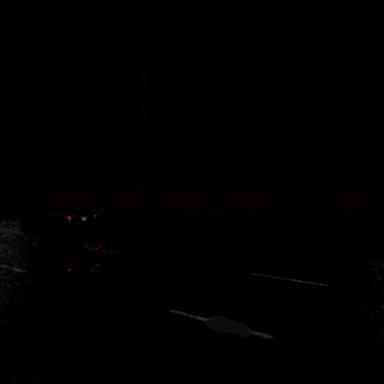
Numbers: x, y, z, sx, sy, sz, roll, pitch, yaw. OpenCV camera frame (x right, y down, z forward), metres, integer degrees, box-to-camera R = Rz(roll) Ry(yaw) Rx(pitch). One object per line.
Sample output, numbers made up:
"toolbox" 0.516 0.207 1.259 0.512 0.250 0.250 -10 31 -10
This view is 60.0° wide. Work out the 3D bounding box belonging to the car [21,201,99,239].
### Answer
"car" -7.046 1.353 17.615 4.553 1.767 2.097 0 0 35
